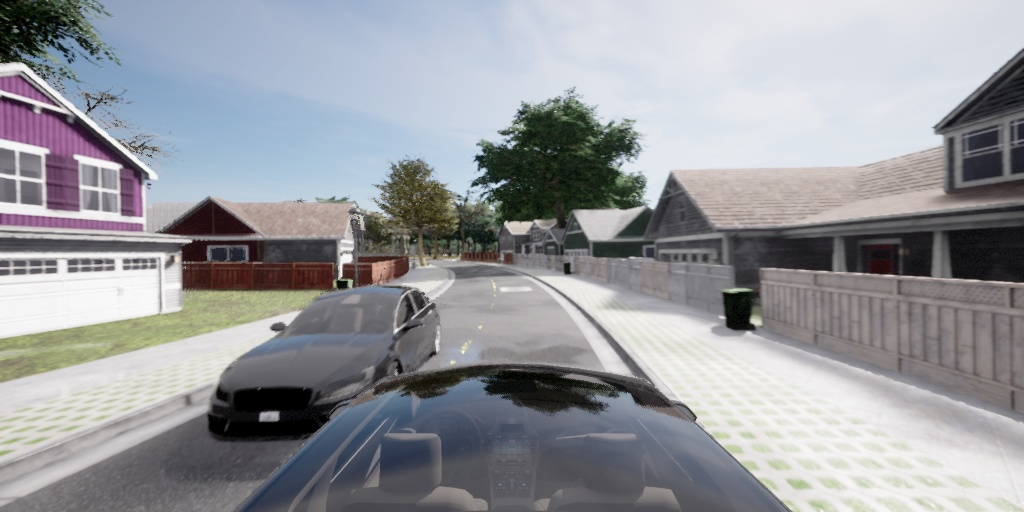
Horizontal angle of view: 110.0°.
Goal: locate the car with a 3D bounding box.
[{"bbox_3d":[-2.372,1.292,5.848,1.837,1.490,4.892,-1,0,-1],"label":"car"}]
